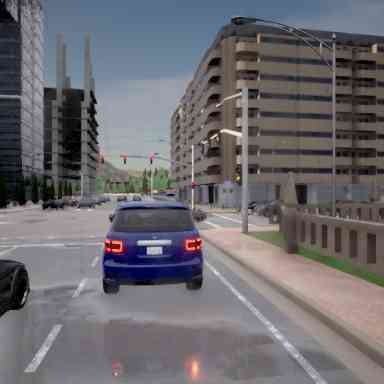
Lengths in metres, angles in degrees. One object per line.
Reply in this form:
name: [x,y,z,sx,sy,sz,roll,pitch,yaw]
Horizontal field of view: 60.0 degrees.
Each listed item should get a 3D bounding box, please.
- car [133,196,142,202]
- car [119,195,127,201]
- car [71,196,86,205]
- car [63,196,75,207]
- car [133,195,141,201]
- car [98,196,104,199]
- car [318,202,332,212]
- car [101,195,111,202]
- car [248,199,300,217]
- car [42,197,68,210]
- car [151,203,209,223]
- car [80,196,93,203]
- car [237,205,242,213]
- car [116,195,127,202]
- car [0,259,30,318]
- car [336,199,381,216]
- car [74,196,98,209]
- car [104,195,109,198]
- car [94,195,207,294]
car: [-12.772,1.548,77.356,1.994,1.385,4.181,0,0,-10]
car: [-17.922,1.548,86.681,1.994,1.385,4.181,0,0,-10]
car: [-20.509,1.526,60.005,1.812,1.442,4.674,0,0,-9]
car: [-18.958,1.352,50.769,2.097,1.767,4.553,0,0,-10]
car: [-14.472,1.535,87.273,2.033,1.411,5.357,0,0,-10]
car: [-16.161,1.526,55.235,1.812,1.442,4.674,0,0,-10]
car: [16.135,1.560,36.085,4.892,1.490,1.837,0,0,-10]
car: [-19.515,1.522,75.260,1.812,1.442,4.674,0,0,-10]
car: [8.029,1.407,31.095,4.553,1.767,2.097,0,0,-10]
car: [-17.459,1.601,42.000,1.895,1.301,4.718,0,0,-10]
car: [-0.979,1.602,25.738,4.181,1.385,1.994,0,0,-10]
car: [-22.108,1.552,69.677,1.994,1.385,4.181,0,0,-10]
car: [7.060,1.560,34.478,4.892,1.490,1.837,0,0,-10]
car: [-16.202,1.524,76.651,2.128,1.511,4.902,0,0,-10]
car: [-4.092,1.564,5.077,1.994,1.385,4.181,0,0,-7]
car: [16.524,1.619,32.596,4.181,1.385,1.994,0,0,-10]
car: [-14.646,1.505,46.338,1.837,1.490,4.892,0,0,-10]
car: [-17.805,1.564,65.143,1.994,1.385,4.181,0,0,-10]
car: [-1.088,1.221,9.059,2.150,2.045,5.566,0,0,-8]
